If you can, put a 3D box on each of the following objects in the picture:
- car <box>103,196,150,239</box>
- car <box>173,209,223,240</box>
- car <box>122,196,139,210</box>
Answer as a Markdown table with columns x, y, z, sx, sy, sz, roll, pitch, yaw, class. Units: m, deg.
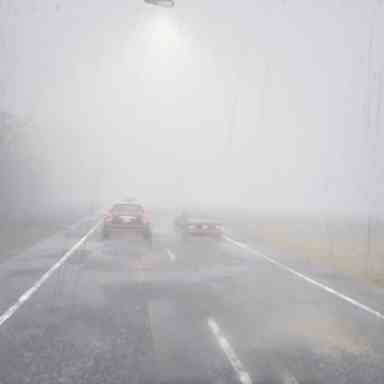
| x | y | z | sx | sy | sz | roll | pitch | yaw | class |
| --- | --- | --- | --- | --- | --- | --- | --- | --- | --- |
| -3.253 | 1.264 | 16.872 | 2.097 | 1.767 | 4.553 | 3 | 0 | -10 | car |
| 0.169 | 1.629 | 17.538 | 2.033 | 1.411 | 5.357 | 3 | 0 | -10 | car |
| -7.658 | 1.302 | 41.513 | 1.837 | 1.490 | 4.892 | 3 | 0 | -10 | car |
